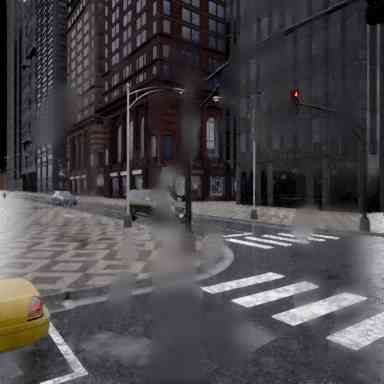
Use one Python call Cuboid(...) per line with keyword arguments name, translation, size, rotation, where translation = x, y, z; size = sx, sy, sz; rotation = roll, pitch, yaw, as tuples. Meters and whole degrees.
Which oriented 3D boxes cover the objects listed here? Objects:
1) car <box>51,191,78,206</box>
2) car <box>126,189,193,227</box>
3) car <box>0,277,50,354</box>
Cuboid(name="car", translation=(-14.650, 0.642, 38.235), size=(2.097, 1.767, 4.553), rotation=(0, 1, -35))
Cuboid(name="car", translation=(-2.194, 0.893, 20.840), size=(2.150, 2.045, 5.566), rotation=(0, 2, -36))
Cuboid(name="car", translation=(-4.223, 1.525, 3.643), size=(4.829, 1.417, 1.752), rotation=(0, 0, -35))
